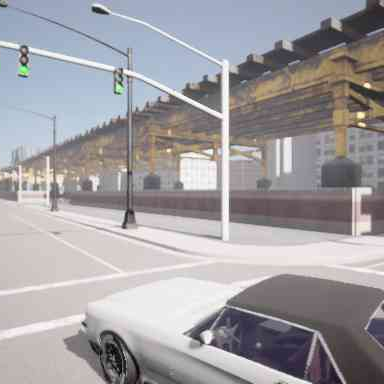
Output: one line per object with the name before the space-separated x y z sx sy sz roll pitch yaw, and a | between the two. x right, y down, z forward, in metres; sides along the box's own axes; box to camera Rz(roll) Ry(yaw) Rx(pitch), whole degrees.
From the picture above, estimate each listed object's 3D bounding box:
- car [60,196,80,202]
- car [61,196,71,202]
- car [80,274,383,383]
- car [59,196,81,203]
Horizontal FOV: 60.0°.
car | -25.550 1.375 69.950 1.853 1.218 4.536 0 0 10
car | -22.979 1.527 66.080 4.974 1.542 2.038 0 0 20
car | 0.856 1.603 3.502 4.718 1.301 1.895 0 0 40
car | -25.558 1.533 69.899 2.038 1.542 4.974 0 0 10
